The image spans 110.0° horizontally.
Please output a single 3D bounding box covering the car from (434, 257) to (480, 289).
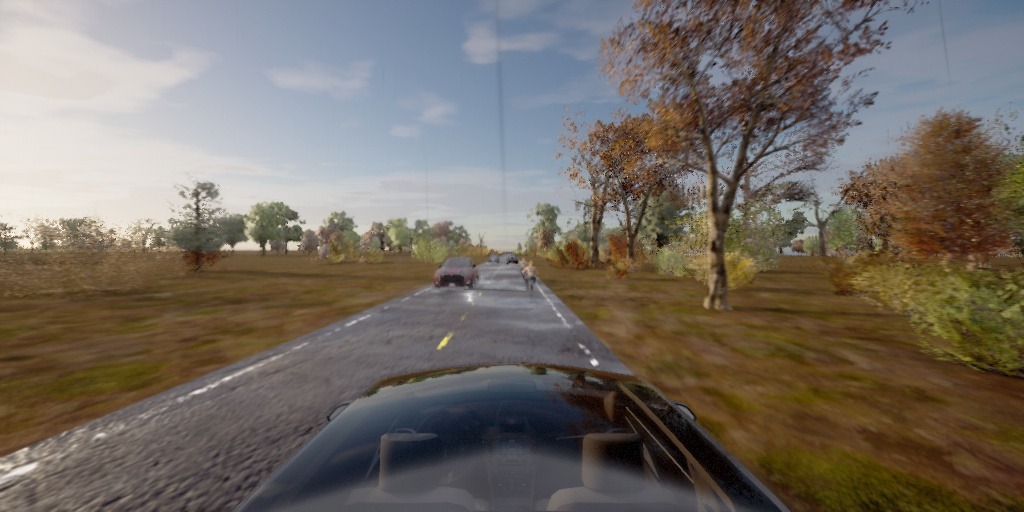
[{"bbox_3d":[-3.088,0.860,20.714,2.097,1.767,4.553,0,1,0],"label":"car"}]

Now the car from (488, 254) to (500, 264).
[{"bbox_3d":[-3.025,0.490,60.783,2.128,1.511,4.902,0,1,1],"label":"car"}]

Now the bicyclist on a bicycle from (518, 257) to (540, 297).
[{"bbox_3d":[0.852,1.001,16.376,0.866,1.612,1.509,0,1,0],"label":"bicyclist on a bicycle"}]

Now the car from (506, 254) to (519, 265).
[{"bbox_3d":[0.081,0.569,55.878,1.837,1.490,4.892,0,1,0],"label":"car"}]

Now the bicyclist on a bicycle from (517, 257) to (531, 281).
[{"bbox_3d":[0.824,0.886,25.225,0.866,1.612,1.509,-1,1,0],"label":"bicyclist on a bicycle"}]
